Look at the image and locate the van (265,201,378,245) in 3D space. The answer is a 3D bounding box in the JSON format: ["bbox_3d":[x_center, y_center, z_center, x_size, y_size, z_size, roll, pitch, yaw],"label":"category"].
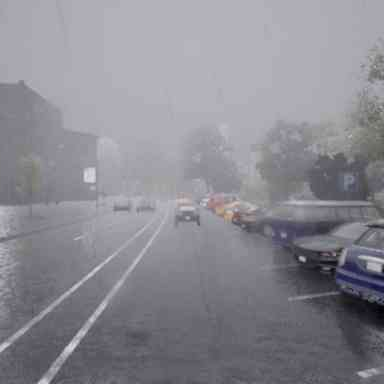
[{"bbox_3d":[5.311,1.322,12.714,4.442,1.987,1.878,1,-1,-21],"label":"van"}]

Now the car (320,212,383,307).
[{"bbox_3d":[5.254,1.390,6.719,4.553,1.767,2.185,1,-1,-21],"label":"car"}]

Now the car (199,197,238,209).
[{"bbox_3d":[3.868,1.554,48.390,5.366,1.575,1.946,0,1,-24],"label":"car"}]

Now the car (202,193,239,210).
[{"bbox_3d":[4.420,1.407,36.440,5.566,2.045,2.435,1,0,-23],"label":"car"}]

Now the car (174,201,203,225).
[{"bbox_3d":[-0.398,1.662,25.265,1.812,1.442,4.674,0,0,-2],"label":"car"}]

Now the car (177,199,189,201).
[{"bbox_3d":[-1.129,1.628,41.209,1.882,1.535,5.008,0,0,-3],"label":"car"}]

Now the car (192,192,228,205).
[{"bbox_3d":[3.086,1.139,57.208,5.566,2.045,2.435,0,1,-25],"label":"car"}]

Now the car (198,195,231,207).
[{"bbox_3d":[3.528,1.380,51.280,4.553,1.767,2.185,0,1,-24],"label":"car"}]

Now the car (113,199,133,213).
[{"bbox_3d":[-8.198,1.644,39.829,1.882,1.535,5.008,0,0,-3],"label":"car"}]

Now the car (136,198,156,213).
[{"bbox_3d":[-5.372,1.519,39.394,2.097,1.767,4.553,0,0,-3],"label":"car"}]

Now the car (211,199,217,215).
[{"bbox_3d":[4.659,1.648,30.484,5.008,1.535,2.097,1,-1,-23],"label":"car"}]

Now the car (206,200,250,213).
[{"bbox_3d":[4.262,1.678,39.411,4.792,1.488,2.163,1,0,-23],"label":"car"}]

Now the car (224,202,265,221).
[{"bbox_3d":[4.977,1.597,21.578,5.008,1.535,2.097,1,-1,-22],"label":"car"}]

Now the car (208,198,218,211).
[{"bbox_3d":[4.542,1.659,33.451,4.892,1.521,2.231,1,0,-23],"label":"car"}]

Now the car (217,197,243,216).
[{"bbox_3d":[4.812,1.506,27.522,4.553,1.767,2.185,1,0,-22],"label":"car"}]

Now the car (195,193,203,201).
[{"bbox_3d":[3.871,1.346,45.316,5.566,2.045,2.435,0,1,-24],"label":"car"}]

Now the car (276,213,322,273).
[{"bbox_3d":[5.256,1.531,9.691,5.008,1.535,2.097,1,0,-21],"label":"car"}]

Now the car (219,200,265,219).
[{"bbox_3d":[5.061,1.614,24.617,5.366,1.575,1.946,1,-1,-22],"label":"car"}]

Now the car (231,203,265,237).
[{"bbox_3d":[5.076,1.580,18.601,5.008,1.535,2.097,1,0,-22],"label":"car"}]
